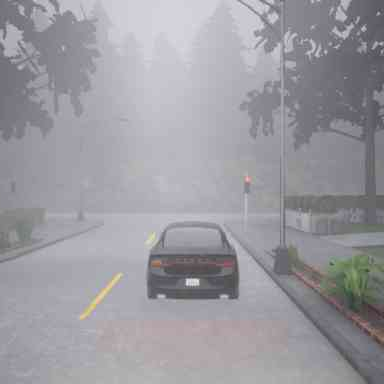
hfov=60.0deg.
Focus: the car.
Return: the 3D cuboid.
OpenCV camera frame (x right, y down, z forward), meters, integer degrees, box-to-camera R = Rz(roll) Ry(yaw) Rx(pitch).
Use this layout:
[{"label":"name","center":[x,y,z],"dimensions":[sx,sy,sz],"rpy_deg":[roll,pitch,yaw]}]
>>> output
[{"label":"car","center":[0.040,1.478,8.481],"dimensions":[1.882,1.535,5.008],"rpy_deg":[0,0,1]}]
